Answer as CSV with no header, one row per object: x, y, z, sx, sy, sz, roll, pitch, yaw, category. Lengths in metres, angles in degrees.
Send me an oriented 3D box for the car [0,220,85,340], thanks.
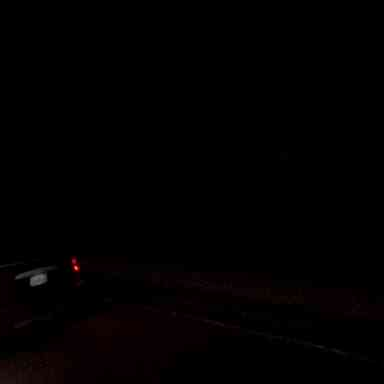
-4.175,1.331,5.948,4.553,1.767,2.097,0,0,27,car
